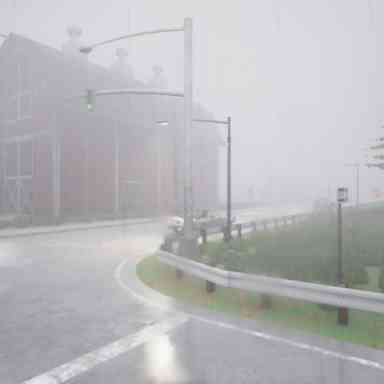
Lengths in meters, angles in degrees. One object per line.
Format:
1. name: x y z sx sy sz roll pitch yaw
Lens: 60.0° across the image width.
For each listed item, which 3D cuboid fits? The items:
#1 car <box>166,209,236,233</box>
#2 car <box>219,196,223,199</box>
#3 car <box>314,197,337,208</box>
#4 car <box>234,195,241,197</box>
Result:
1. car: 0.673 1.647 19.215 1.895 1.301 4.718 0 0 36
2. car: 5.795 1.600 78.238 1.816 1.474 4.193 0 0 36
3. car: 16.474 1.388 40.607 2.097 1.767 4.553 0 0 36
4. car: 12.348 1.617 89.373 1.784 1.438 3.905 0 0 36
